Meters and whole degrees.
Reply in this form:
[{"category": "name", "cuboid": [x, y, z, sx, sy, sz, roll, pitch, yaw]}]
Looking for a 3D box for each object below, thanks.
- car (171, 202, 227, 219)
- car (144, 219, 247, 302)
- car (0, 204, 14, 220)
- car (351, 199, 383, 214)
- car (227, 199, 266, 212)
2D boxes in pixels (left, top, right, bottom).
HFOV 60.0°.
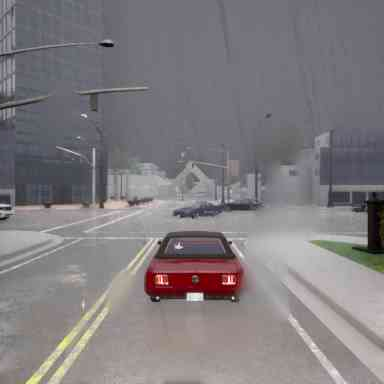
[{"category": "car", "cuboid": [0.532, 1.557, 28.737, 2.033, 1.411, 5.357, 0, 0, 37]}, {"category": "car", "cuboid": [0.072, 1.601, 8.208, 1.895, 1.301, 4.718, 0, 0, 0]}, {"category": "car", "cuboid": [-17.335, 1.339, 26.611, 5.566, 2.045, 2.150, -1, 0, 0]}, {"category": "car", "cuboid": [18.870, 1.464, 34.098, 4.892, 1.490, 1.837, 0, 0, 0]}, {"category": "car", "cuboid": [5.756, 1.548, 38.287, 5.357, 1.411, 2.033, 0, 0, 13]}]
